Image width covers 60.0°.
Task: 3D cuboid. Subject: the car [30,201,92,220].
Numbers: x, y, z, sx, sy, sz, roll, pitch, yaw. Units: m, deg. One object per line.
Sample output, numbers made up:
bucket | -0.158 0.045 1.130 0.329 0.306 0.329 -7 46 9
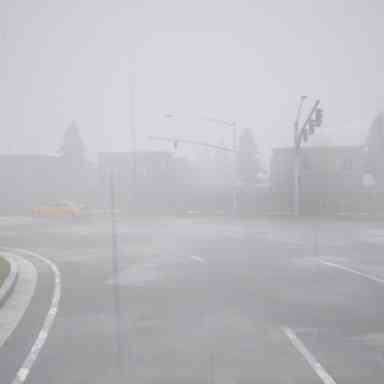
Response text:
car | -10.732 1.465 27.214 5.008 1.535 1.882 0 0 12
